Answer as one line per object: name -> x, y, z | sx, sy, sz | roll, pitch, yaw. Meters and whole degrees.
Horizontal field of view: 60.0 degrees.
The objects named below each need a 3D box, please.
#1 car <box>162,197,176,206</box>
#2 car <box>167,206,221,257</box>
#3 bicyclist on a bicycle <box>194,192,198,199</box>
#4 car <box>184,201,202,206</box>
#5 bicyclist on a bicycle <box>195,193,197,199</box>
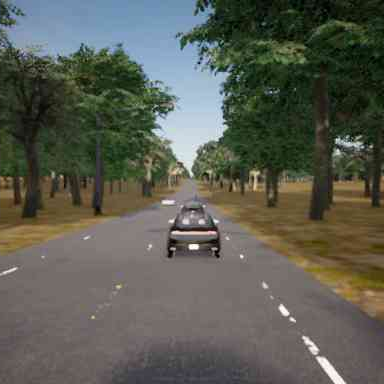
car -> -3.565, 1.508, 51.545 | 1.895, 1.301, 4.718 | 0, 0, 0
car -> 0.072, 1.531, 12.996 | 2.128, 1.511, 4.902 | 0, 0, 0
bicyclist on a bicycle -> 0.964, 1.081, 79.906 | 0.866, 1.612, 1.509 | 0, 1, 0
car -> 0.074, 1.552, 28.155 | 1.837, 1.490, 4.892 | 0, 0, 0
bicyclist on a bicycle -> 0.967, 0.958, 88.905 | 0.582, 1.620, 1.656 | 0, 1, 0
